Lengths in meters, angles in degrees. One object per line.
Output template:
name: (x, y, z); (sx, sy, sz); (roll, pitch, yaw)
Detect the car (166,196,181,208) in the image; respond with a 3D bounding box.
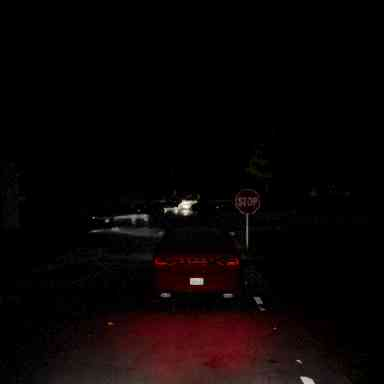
car: (-3.040, 1.366, 48.509); (2.097, 1.767, 4.553); (0, 0, -1)

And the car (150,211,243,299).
car: (0.121, 1.475, 8.524); (1.882, 1.535, 5.008); (0, 0, 1)

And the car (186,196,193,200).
car: (-0.513, 1.650, 87.729); (1.994, 1.385, 4.181); (0, 0, 0)

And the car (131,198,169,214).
car: (-4.581, 1.603, 35.664); (1.895, 1.301, 4.718); (0, 0, 21)

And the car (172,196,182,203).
car: (-3.133, 1.601, 70.321); (1.994, 1.385, 4.181); (0, 0, 0)

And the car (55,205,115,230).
car: (-7.207, 1.639, 22.128); (4.902, 1.511, 2.128); (-3, -1, 37)

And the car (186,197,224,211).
car: (1.587, 1.551, 35.408); (1.994, 1.385, 4.181); (-1, 0, -30)
